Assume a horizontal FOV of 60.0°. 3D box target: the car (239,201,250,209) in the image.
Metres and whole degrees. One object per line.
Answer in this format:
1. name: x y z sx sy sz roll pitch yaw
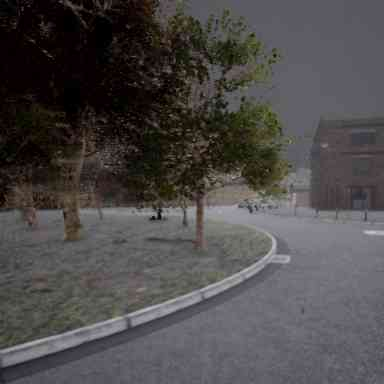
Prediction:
1. car: 9.567 2.212 59.173 2.033 1.411 5.357 0 -2 18
